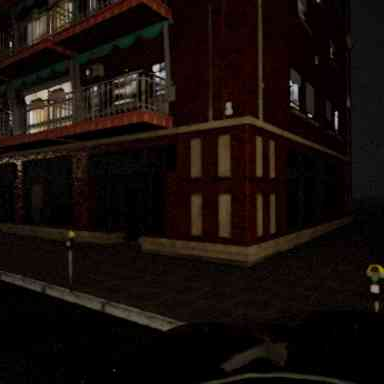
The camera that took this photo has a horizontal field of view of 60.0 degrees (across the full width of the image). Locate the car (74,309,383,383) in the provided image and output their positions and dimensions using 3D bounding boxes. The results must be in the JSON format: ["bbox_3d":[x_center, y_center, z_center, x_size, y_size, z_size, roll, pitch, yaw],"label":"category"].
[{"bbox_3d":[0.985,1.567,2.236,4.313,1.339,1.947,0,-1,36],"label":"car"}]
